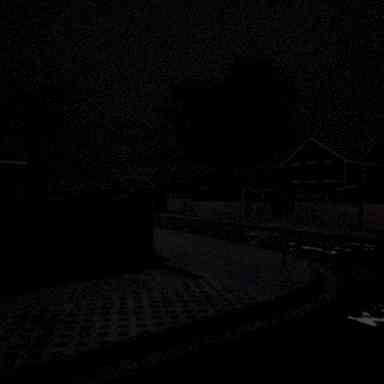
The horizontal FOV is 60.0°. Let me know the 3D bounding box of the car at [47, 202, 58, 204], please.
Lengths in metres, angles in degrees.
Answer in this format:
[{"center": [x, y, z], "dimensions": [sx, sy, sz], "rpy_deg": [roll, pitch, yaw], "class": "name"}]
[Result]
[{"center": [-19.477, 2.158, 46.917], "dimensions": [2.033, 1.411, 5.357], "rpy_deg": [1, -2, -42], "class": "car"}]
